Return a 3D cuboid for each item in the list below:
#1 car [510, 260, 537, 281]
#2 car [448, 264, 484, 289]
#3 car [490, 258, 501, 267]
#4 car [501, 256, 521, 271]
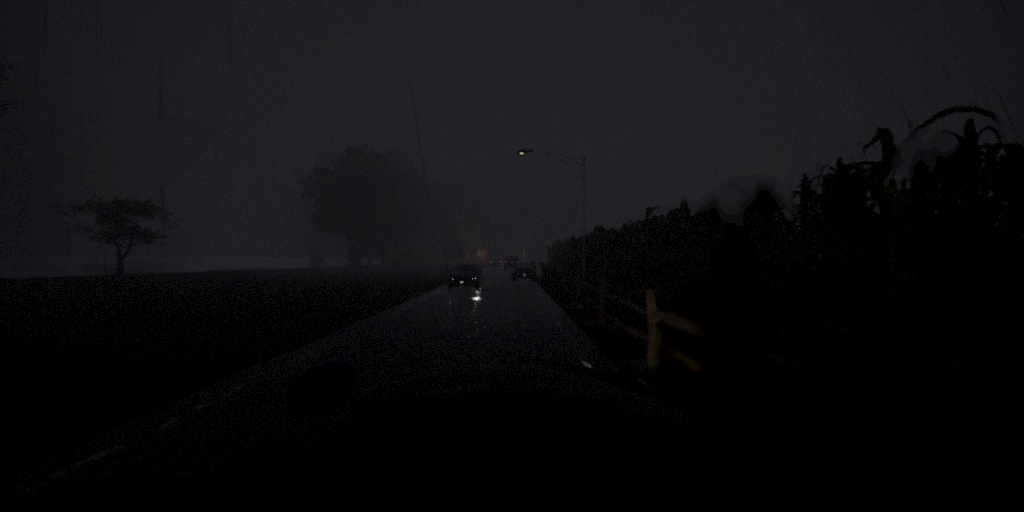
[{"bbox_3d":[0.963,1.262,29.792,1.812,1.442,4.674,0,0,0],"label":"car"},{"bbox_3d":[-2.847,1.245,22.752,1.837,1.490,4.892,0,0,0],"label":"car"},{"bbox_3d":[-2.766,1.084,64.579,2.097,1.767,4.553,0,0,0],"label":"car"},{"bbox_3d":[0.009,0.954,48.931,2.150,2.045,5.566,0,0,0],"label":"car"}]
